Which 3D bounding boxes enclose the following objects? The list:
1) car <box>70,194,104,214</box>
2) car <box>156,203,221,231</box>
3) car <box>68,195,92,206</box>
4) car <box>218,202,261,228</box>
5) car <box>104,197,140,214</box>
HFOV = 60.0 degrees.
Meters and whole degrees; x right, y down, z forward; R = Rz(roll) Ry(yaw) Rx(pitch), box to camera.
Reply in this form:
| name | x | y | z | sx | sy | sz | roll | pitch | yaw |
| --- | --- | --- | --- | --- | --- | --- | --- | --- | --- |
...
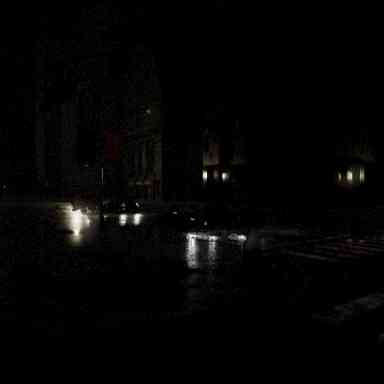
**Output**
| name | x | y | z | sx | sy | sz | roll | pitch | yaw |
| --- | --- | --- | --- | --- | --- | --- | --- | --- | --- |
| car | -11.130 | 1.209 | 35.570 | 2.150 | 2.045 | 5.566 | 0 | 0 | -35 |
| car | -0.572 | 1.515 | 20.675 | 1.812 | 1.442 | 4.674 | 0 | 0 | -35 |
| car | -16.513 | 1.178 | 48.929 | 1.882 | 1.535 | 5.008 | 0 | 0 | -35 |
| car | 2.342 | 1.460 | 22.183 | 1.882 | 1.535 | 5.008 | 0 | 0 | -35 |
| car | -7.443 | 1.330 | 35.988 | 2.097 | 1.767 | 4.553 | 0 | 0 | -35 |
